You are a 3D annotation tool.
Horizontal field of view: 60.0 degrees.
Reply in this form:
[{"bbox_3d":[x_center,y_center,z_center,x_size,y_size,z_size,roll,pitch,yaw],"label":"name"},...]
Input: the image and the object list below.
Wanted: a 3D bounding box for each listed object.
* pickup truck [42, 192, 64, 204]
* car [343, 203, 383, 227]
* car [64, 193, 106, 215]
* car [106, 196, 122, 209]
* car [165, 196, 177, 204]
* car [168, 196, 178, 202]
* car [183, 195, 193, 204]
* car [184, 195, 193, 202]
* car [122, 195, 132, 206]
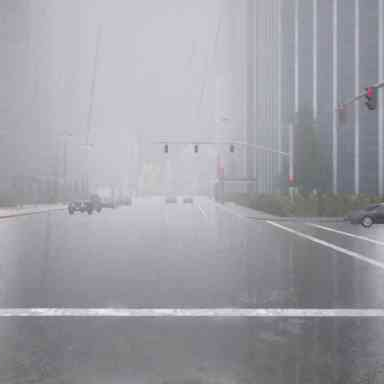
[{"bbox_3d":[-24.321,1.059,60.016,2.390,2.098,6.274,0,0,30],"label":"pickup truck"},{"bbox_3d":[12.634,1.505,22.053,4.892,1.490,1.837,0,0,0],"label":"car"},{"bbox_3d":[-11.085,1.221,34.864,2.150,2.045,5.566,0,0,-1],"label":"car"},{"bbox_3d":[-11.169,1.564,44.393,1.994,1.385,4.181,0,0,-1],"label":"car"},{"bbox_3d":[-4.140,1.601,64.977,1.895,1.301,4.718,0,0,0],"label":"car"},{"bbox_3d":[-4.324,1.540,75.238,2.033,1.411,5.357,0,0,0],"label":"car"},{"bbox_3d":[-0.743,1.526,65.316,1.812,1.442,4.674,0,0,0],"label":"car"},{"bbox_3d":[-0.828,1.387,75.567,1.882,1.535,5.008,0,0,0],"label":"car"},{"bbox_3d":[-11.242,1.352,54.600,2.097,1.767,4.553,0,0,-1],"label":"car"}]
